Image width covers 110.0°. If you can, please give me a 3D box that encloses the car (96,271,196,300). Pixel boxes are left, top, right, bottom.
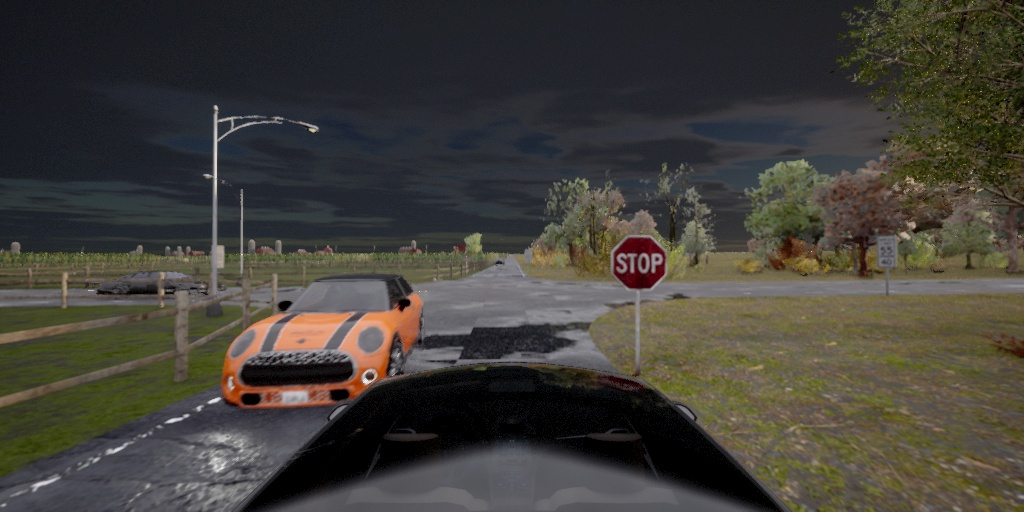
[{"bbox_3d":[-18.212,1.479,18.776,5.357,1.411,2.033,0,0,-2],"label":"car"}]

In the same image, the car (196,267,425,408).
[{"bbox_3d":[-2.890,1.130,6.575,2.097,1.767,4.553,0,0,-7],"label":"car"}]
